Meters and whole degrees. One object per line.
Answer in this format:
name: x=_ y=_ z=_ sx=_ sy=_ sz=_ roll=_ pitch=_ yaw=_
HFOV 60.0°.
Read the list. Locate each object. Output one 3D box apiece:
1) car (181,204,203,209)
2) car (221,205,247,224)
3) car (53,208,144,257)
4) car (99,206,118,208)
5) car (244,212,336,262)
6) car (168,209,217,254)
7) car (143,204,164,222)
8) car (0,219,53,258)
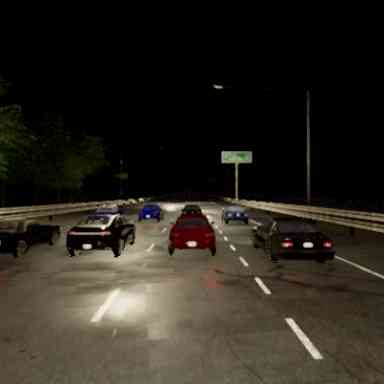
car: x=-0.007 y=1.797 z=28.933 sx=1.812 sy=1.442 sz=4.674 roll=0 pitch=0 yaw=0
car: x=3.482 y=1.807 z=27.564 sx=2.033 sy=1.411 sz=5.357 roll=0 pitch=0 yaw=0
car: x=-3.486 y=1.623 z=13.531 sx=2.128 sy=1.511 sz=4.902 roll=0 pitch=0 yaw=0
car: x=-7.013 y=1.867 z=28.274 sx=1.895 sy=1.301 sz=4.718 roll=0 pitch=0 yaw=0
car: x=3.505 y=1.668 z=12.544 sx=2.033 sy=1.411 sz=5.357 roll=0 pitch=-1 yaw=0
car: x=0.017 y=1.659 z=13.932 sx=1.812 sy=1.442 sz=4.674 roll=0 pitch=0 yaw=0
car: x=-3.508 y=1.797 z=28.931 sx=1.812 sy=1.442 sz=4.674 roll=0 pitch=0 yaw=0
car: x=-6.989 y=1.729 z=13.273 sx=1.895 sy=1.301 sz=4.718 roll=0 pitch=-1 yaw=0
